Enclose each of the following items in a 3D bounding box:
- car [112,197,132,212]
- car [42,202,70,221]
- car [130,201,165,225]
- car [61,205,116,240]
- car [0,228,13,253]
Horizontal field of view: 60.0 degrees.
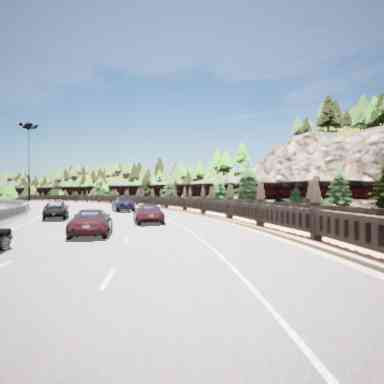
[{"bbox_3d":[-8.255,1.405,39.570,2.097,1.767,4.553,-1,0,-22],"label":"car"},{"bbox_3d":[-11.648,1.568,28.580,2.128,1.511,4.902,0,0,-17],"label":"car"},{"bbox_3d":[-3.212,1.586,24.410,1.994,1.385,4.181,0,0,-14],"label":"car"},{"bbox_3d":[-5.279,1.596,17.473,1.994,1.385,4.181,0,0,-10],"label":"car"},{"bbox_3d":[-7.755,1.641,10.982,1.895,1.301,4.718,0,0,-7],"label":"car"}]
